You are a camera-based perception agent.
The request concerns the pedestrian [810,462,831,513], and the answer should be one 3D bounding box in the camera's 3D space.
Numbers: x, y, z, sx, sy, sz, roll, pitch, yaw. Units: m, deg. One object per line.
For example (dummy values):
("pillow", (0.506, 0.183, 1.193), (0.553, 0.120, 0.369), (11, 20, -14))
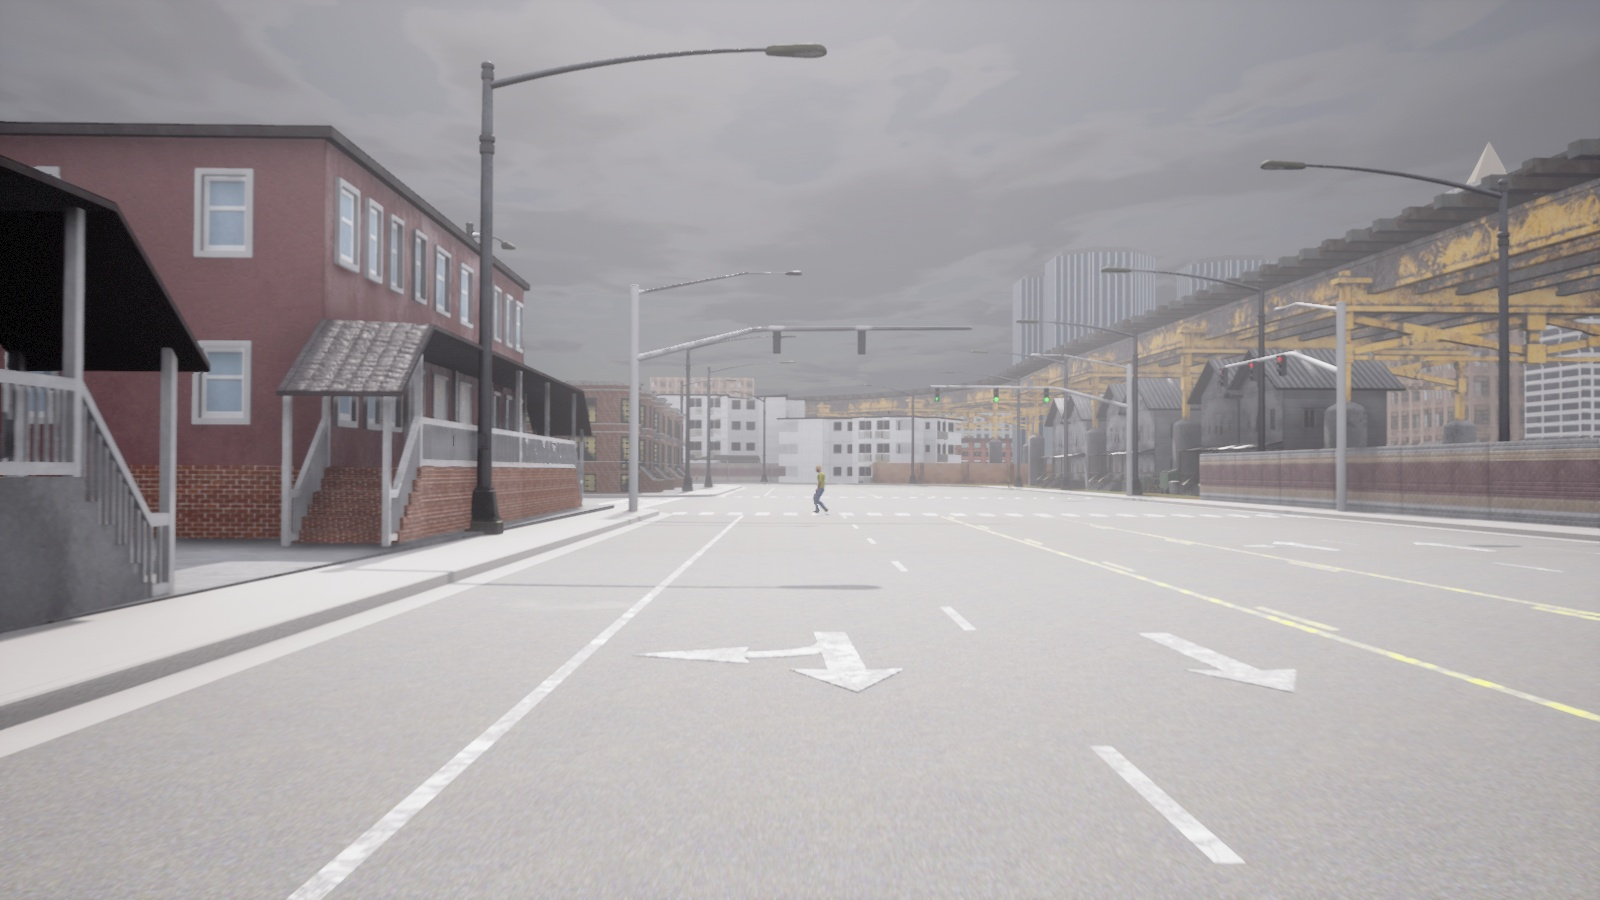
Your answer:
("pedestrian", (0.749, 1.364, 45.786), (0.706, 1.836, 0.354), (0, -1, 8))
